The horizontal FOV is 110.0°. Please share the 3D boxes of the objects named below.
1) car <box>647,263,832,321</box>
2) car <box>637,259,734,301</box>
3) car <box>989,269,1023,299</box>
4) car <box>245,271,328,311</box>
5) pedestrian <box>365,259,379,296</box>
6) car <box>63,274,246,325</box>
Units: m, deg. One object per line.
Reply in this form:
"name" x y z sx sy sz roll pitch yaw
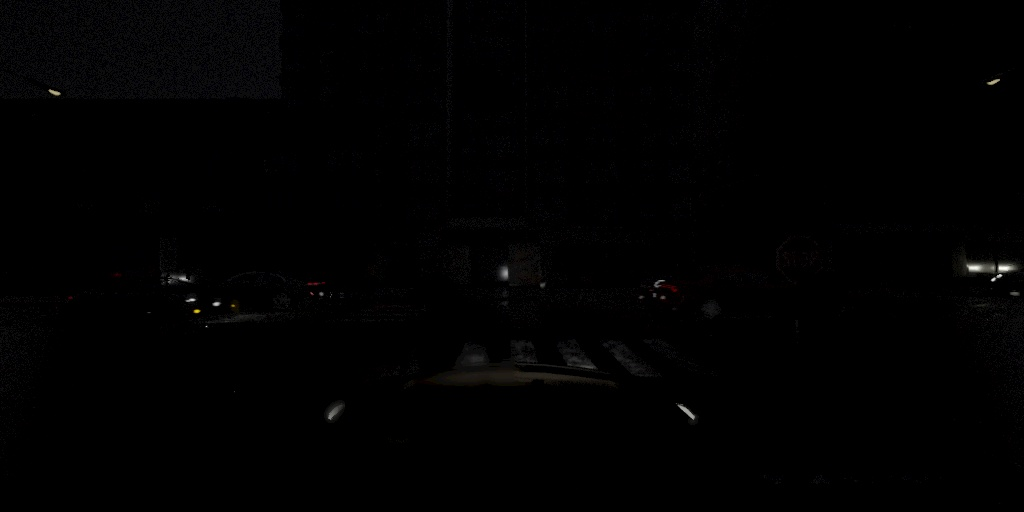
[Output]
"car" 7.304 1.131 11.508 5.008 1.535 1.882 -1 0 0
"car" 7.499 1.042 14.475 4.553 1.767 2.097 -1 -1 0
"car" 22.474 0.915 14.441 4.553 1.767 2.097 -1 -1 0
"car" -10.126 1.357 14.513 4.902 1.511 2.128 -1 -1 0
"pedestrian" -6.849 1.024 17.422 0.375 1.860 0.375 0 0 0
"car" -11.501 1.391 11.565 4.181 1.385 1.994 -1 -1 0
